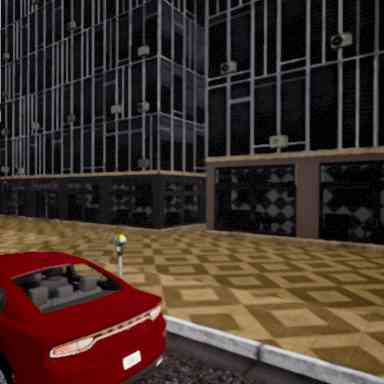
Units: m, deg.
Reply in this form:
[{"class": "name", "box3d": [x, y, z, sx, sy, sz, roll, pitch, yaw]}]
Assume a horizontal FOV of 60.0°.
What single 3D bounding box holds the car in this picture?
[{"class": "car", "box3d": [-2.412, 1.510, 4.593, 4.507, 1.381, 1.887, 1, 0, 35]}]
